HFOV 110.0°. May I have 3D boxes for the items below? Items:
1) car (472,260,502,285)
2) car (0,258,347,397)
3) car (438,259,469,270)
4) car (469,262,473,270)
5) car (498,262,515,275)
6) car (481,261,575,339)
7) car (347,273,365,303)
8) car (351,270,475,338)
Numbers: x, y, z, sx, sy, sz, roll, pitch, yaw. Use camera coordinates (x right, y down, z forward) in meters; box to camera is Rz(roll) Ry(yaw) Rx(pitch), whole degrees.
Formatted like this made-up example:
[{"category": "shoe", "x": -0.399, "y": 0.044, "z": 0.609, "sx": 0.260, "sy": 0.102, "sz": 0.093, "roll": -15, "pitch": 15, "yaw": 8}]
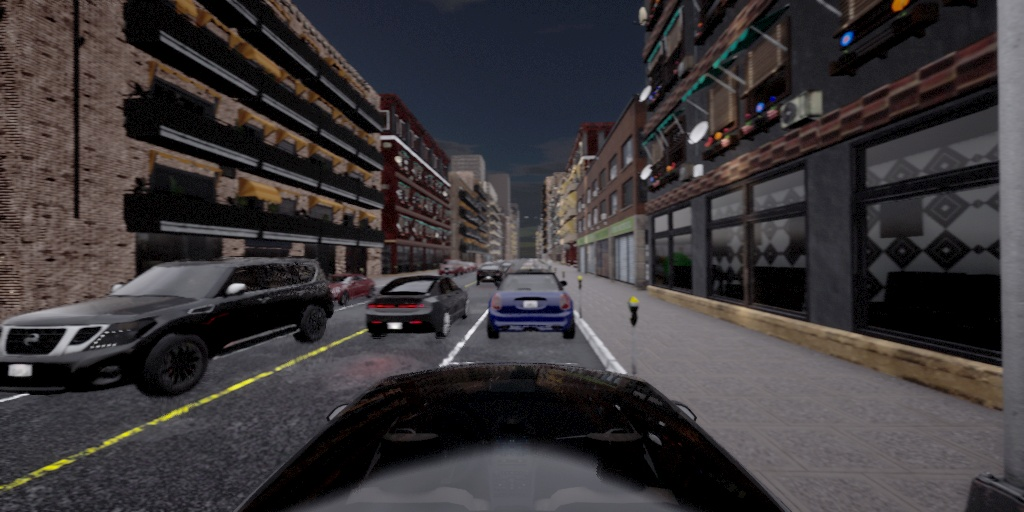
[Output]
[{"category": "car", "x": -1.489, "y": 1.349, "z": 27.318, "sx": 1.882, "sy": 1.535, "sz": 5.008, "roll": -1, "pitch": 0, "yaw": 3}, {"category": "car", "x": -5.862, "y": 1.056, "z": 7.147, "sx": 2.150, "sy": 2.045, "sz": 5.566, "roll": -1, "pitch": 0, "yaw": 3}, {"category": "car", "x": -6.589, "y": 1.288, "z": 39.335, "sx": 2.192, "sy": 1.841, "sz": 5.009, "roll": 0, "pitch": 0, "yaw": 3}, {"category": "car", "x": -6.265, "y": 1.432, "z": 44.961, "sx": 1.967, "sy": 1.591, "sz": 4.097, "roll": 0, "pitch": 0, "yaw": 3}, {"category": "car", "x": -0.633, "y": 1.455, "z": 44.132, "sx": 1.812, "sy": 1.442, "sz": 4.674, "roll": -1, "pitch": 0, "yaw": 3}, {"category": "car", "x": 0.548, "y": 1.133, "z": 10.341, "sx": 2.097, "sy": 1.767, "sz": 4.553, "roll": -1, "pitch": 0, "yaw": 3}, {"category": "car", "x": -7.888, "y": 1.478, "z": 16.827, "sx": 1.802, "sy": 1.307, "sz": 4.207, "roll": 0, "pitch": 0, "yaw": 3}, {"category": "car", "x": -2.465, "y": 1.316, "z": 10.388, "sx": 1.837, "sy": 1.490, "sz": 4.892, "roll": -1, "pitch": 0, "yaw": 3}]
